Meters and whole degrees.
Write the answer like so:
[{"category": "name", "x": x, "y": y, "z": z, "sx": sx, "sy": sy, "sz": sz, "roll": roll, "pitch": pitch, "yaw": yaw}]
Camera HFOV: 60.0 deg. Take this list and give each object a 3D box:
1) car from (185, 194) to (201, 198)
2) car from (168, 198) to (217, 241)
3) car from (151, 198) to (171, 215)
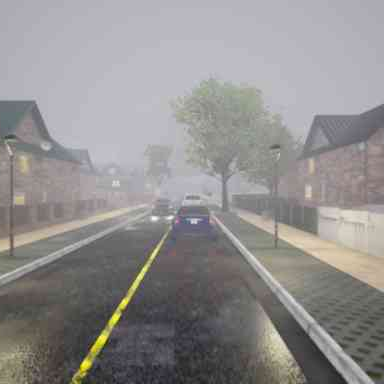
[{"category": "car", "x": 0.110, "y": 1.244, "z": 36.355, "sx": 2.150, "sy": 2.045, "sz": 5.566, "roll": 0, "pitch": 0, "yaw": 0}, {"category": "car", "x": 0.099, "y": 1.362, "z": 16.771, "sx": 2.097, "sy": 1.767, "sz": 4.553, "roll": 0, "pitch": 0, "yaw": 0}, {"category": "car", "x": -2.834, "y": 1.374, "z": 33.409, "sx": 2.097, "sy": 1.767, "sz": 4.553, "roll": 0, "pitch": 0, "yaw": 0}]
